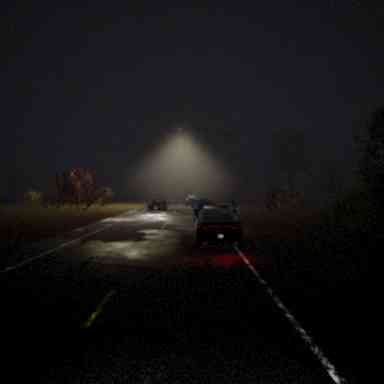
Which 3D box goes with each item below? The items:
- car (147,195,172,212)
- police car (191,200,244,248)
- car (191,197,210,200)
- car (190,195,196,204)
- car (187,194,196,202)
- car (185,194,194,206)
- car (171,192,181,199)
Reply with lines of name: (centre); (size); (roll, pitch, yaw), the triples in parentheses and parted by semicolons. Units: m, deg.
car: (-3.633, 1.320, 35.731); (2.128, 1.511, 4.902); (0, 0, 0)
police car: (1.035, 1.364, 14.581); (1.930, 1.638, 5.238); (0, 0, 0)
car: (1.023, 1.396, 24.473); (1.837, 1.490, 4.892); (0, 0, 0)
car: (1.017, 1.336, 30.474); (1.882, 1.535, 5.008); (0, 0, 0)
car: (-0.080, 1.165, 65.311); (1.812, 1.442, 4.674); (0, 0, 0)
car: (-0.050, 1.241, 49.075); (2.128, 1.511, 4.902); (0, 0, 0)
car: (-3.726, 0.715, 77.265); (2.097, 1.767, 4.553); (0, 0, -1)
